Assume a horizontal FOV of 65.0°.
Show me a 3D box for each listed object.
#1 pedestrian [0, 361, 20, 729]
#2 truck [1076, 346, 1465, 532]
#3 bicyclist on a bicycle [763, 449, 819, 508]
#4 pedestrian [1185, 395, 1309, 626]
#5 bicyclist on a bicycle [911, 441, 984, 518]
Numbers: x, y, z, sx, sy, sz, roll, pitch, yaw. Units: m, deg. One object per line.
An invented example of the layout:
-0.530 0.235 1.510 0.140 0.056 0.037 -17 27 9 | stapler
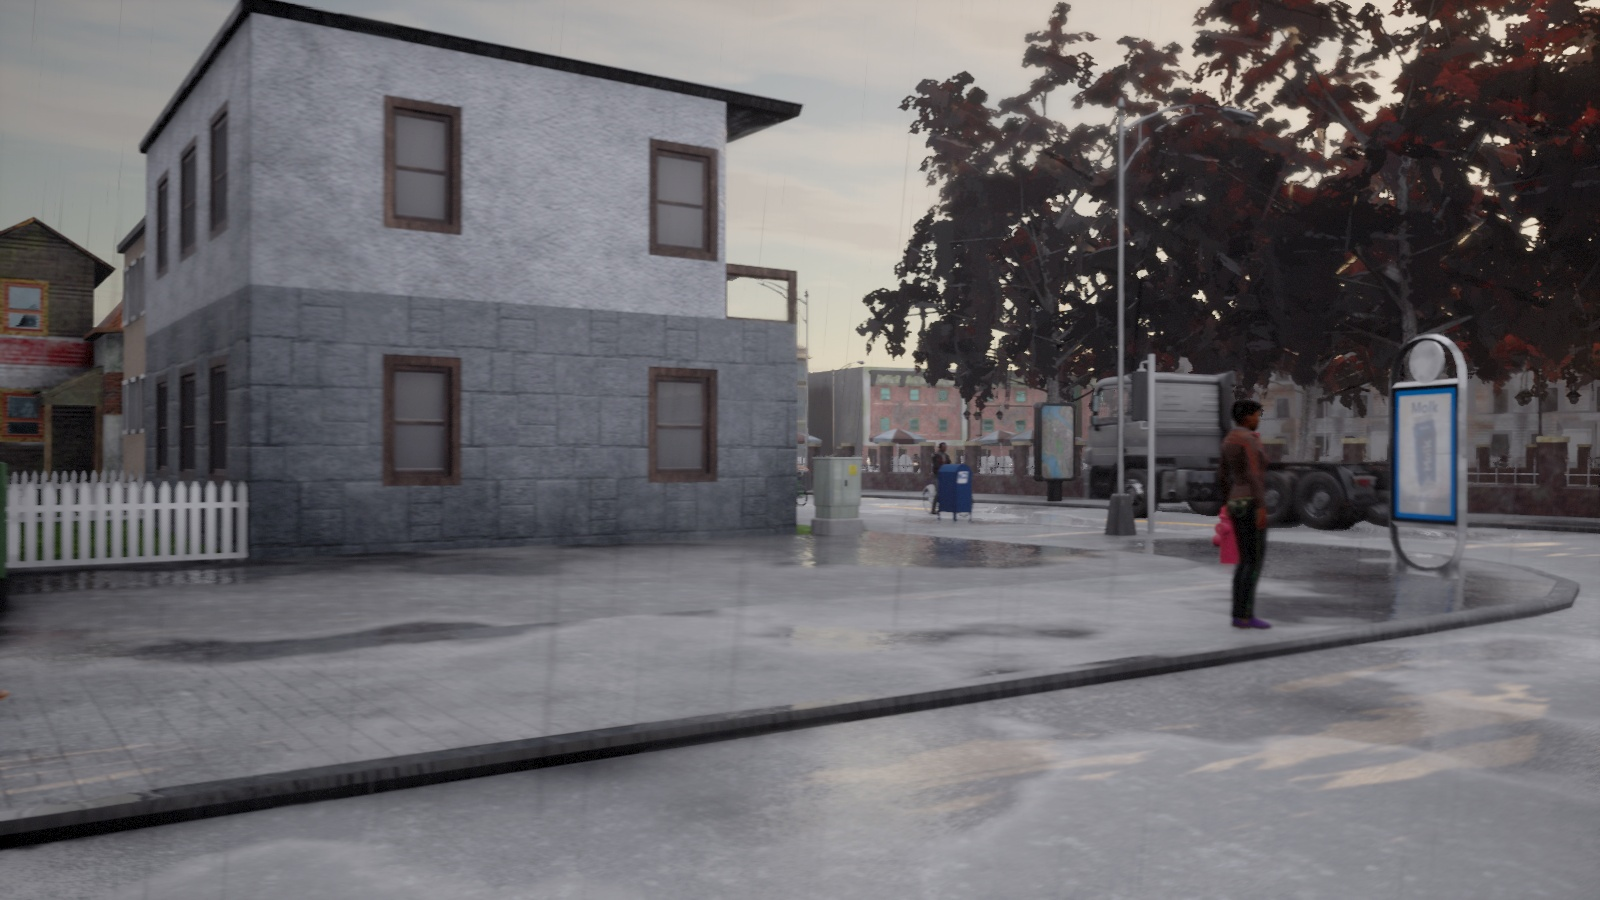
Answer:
-4.610 0.480 6.519 0.900 1.855 0.874 0 0 -28 | pedestrian
9.882 -0.191 27.511 2.891 3.462 7.936 0 0 -30 | truck
-0.251 0.768 35.131 0.866 1.612 1.509 0 0 -35 | bicyclist on a bicycle
3.558 0.471 10.007 0.869 1.805 0.328 0 0 -5 | pedestrian
3.486 0.681 29.782 0.659 1.776 1.843 0 0 -35 | bicyclist on a bicycle
